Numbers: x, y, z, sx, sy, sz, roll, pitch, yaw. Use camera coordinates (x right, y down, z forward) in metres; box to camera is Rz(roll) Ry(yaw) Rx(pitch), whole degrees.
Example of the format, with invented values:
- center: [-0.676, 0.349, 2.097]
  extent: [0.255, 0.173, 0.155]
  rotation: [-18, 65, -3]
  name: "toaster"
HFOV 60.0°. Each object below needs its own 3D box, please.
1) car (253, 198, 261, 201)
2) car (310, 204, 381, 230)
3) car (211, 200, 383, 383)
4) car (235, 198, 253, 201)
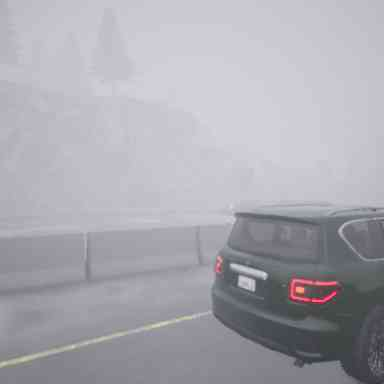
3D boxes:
- center: [8.001, 1.388, 28.826]
  extent: [4.553, 1.767, 2.097]
  rotation: [0, 0, -27]
  name: "car"
- center: [10.232, 1.577, 22.136]
  extent: [4.674, 1.442, 1.812]
  rotation: [0, 0, -27]
  name: "car"
- center: [2.920, 1.235, 5.589]
  extent: [5.566, 2.045, 2.150]
  rotation: [0, 0, -33]
  name: "car"
- center: [4.780, 1.368, 31.119]
  extent: [4.553, 1.767, 2.097]
  rotation: [0, 0, -27]
  name: "car"
